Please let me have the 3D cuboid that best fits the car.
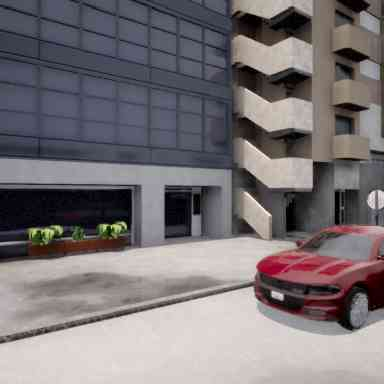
[{"bbox_3d":[3.485,1.477,7.057,5.008,1.535,1.882,0,0,-35],"label":"car"}]
